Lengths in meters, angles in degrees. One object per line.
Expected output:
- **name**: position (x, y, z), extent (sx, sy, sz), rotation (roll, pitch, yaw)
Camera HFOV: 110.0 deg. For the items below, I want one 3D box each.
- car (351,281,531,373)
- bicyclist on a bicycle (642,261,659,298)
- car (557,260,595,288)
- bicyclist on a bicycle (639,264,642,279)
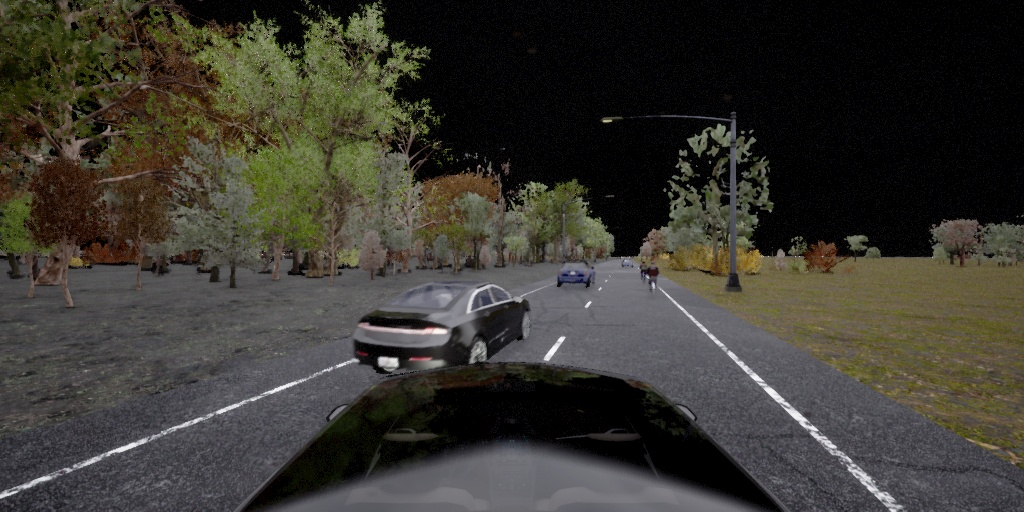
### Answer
- **car**: position (-0.970, 1.242, 7.240), extent (2.128, 1.511, 4.902), rotation (0, 0, 18)
- **bicyclist on a bicycle**: position (6.813, 1.124, 17.389), extent (0.659, 1.776, 1.843), rotation (0, 0, 17)
- **car**: position (4.456, 1.106, 24.425), extent (2.097, 1.767, 4.553), rotation (0, 0, 18)
- **bicyclist on a bicycle**: position (9.459, 1.208, 25.774), extent (0.582, 1.620, 1.656), rotation (0, 0, 18)
